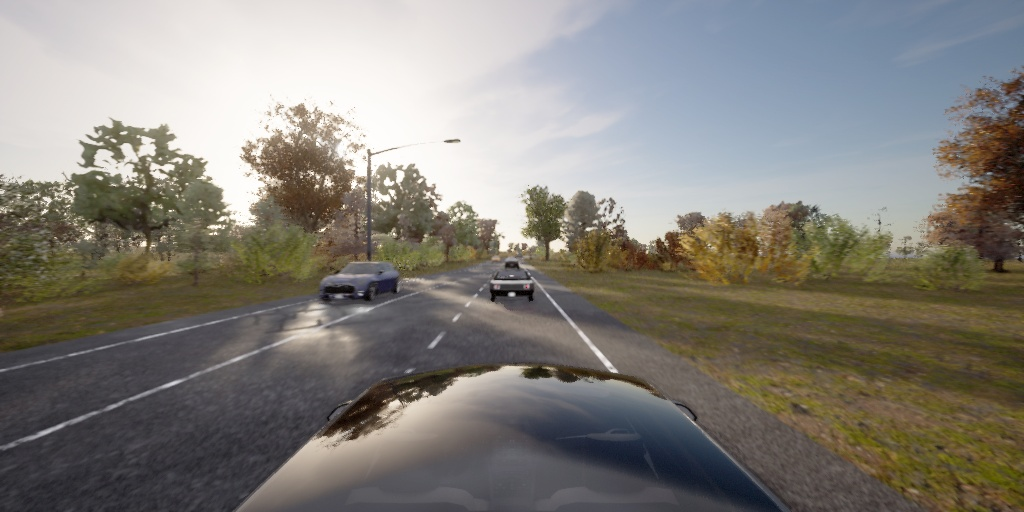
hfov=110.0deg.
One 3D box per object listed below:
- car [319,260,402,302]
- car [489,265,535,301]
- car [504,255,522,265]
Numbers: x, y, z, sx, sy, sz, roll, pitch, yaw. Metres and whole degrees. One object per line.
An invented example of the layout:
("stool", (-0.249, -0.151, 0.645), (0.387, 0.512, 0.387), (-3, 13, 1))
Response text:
("car", (-6.779, 1.025, 16.488), (2.097, 1.767, 4.553), (0, 0, 3))
("car", (-0.005, 1.279, 16.895), (1.895, 1.301, 4.718), (0, 0, 0))
("car", (-0.020, 0.976, 48.507), (1.882, 1.535, 5.008), (0, 0, 0))
